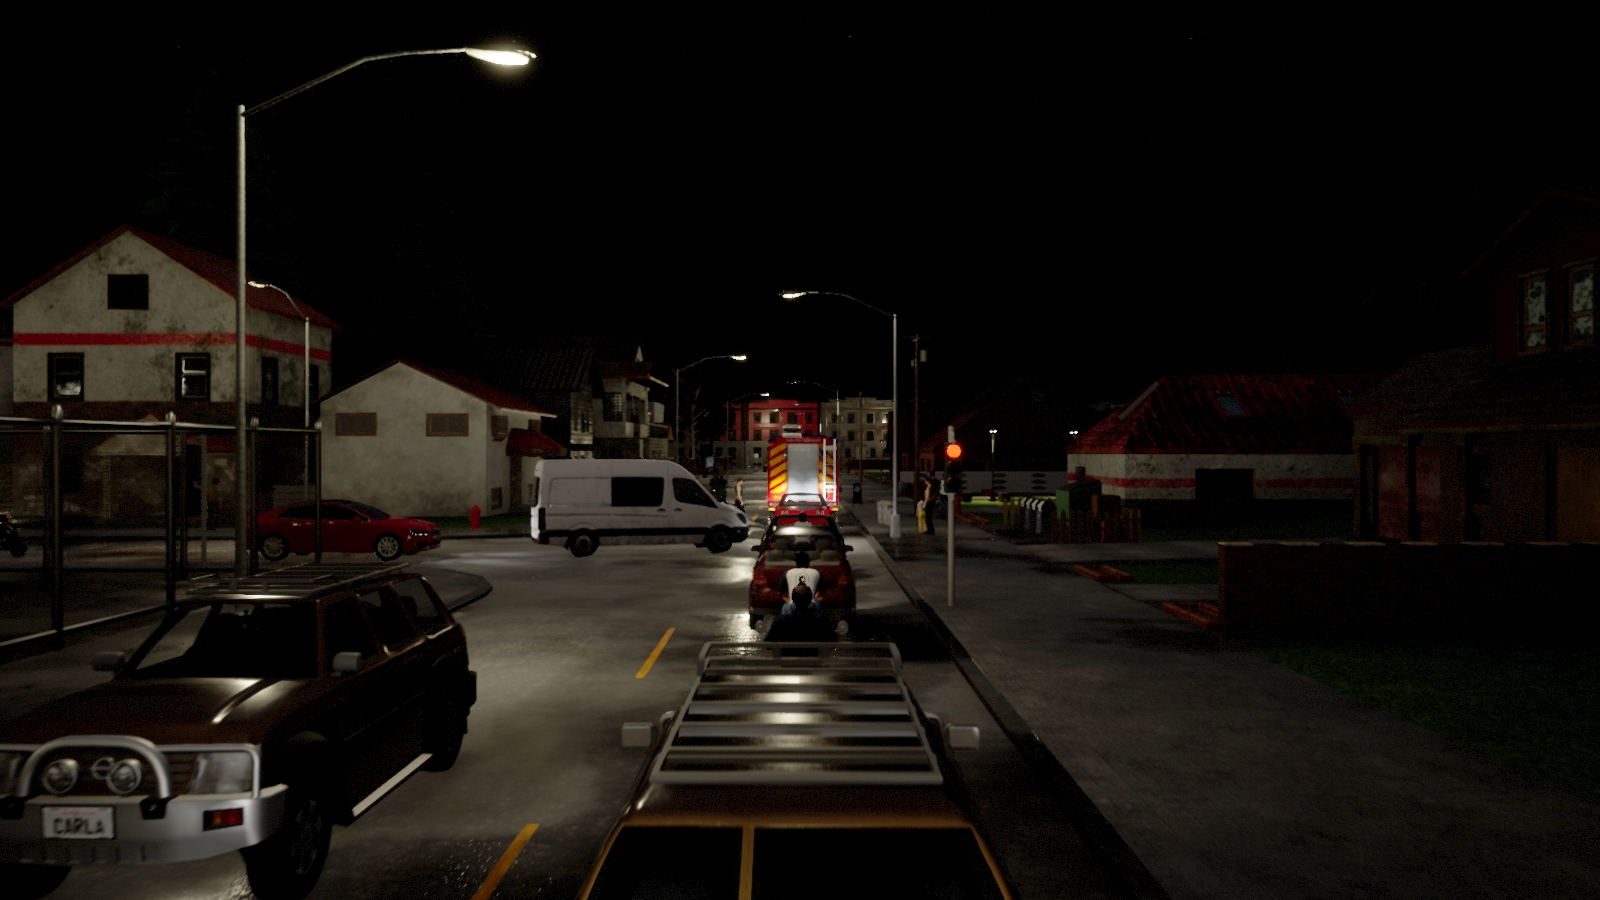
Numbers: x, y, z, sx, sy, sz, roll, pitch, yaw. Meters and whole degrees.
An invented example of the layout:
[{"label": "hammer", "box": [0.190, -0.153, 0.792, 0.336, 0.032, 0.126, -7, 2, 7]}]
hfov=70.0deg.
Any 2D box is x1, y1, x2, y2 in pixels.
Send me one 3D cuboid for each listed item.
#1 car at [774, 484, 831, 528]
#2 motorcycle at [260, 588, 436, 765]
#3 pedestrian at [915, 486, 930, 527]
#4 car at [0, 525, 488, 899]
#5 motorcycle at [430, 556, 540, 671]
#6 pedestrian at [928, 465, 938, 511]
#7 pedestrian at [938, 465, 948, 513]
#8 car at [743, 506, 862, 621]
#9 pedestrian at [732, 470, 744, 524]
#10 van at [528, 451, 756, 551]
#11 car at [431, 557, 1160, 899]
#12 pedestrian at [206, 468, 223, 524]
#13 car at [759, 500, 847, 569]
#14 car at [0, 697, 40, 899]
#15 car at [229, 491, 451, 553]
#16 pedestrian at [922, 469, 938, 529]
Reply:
[{"label": "car", "box": [0.095, 1.934, 40.327, 1.895, 1.301, 4.718, 0, 0, 0]}, {"label": "motorcycle", "box": [-3.987, 1.962, 10.253, 0.856, 1.236, 1.805, 0, 0, 0]}, {"label": "pedestrian", "box": [3.934, 1.804, 36.672, 0.375, 1.300, 0.375, 0, 0, -14]}, {"label": "car", "box": [-3.977, 1.643, 8.649, 1.932, 1.855, 4.605, 0, 0, 1]}, {"label": "motorcycle", "box": [-3.884, 1.993, 14.265, 0.803, 1.145, 2.033, 0, 0, 0]}, {"label": "pedestrian", "box": [5.387, 1.522, 46.228, 0.375, 1.860, 0.375, 0, 0, 7]}, {"label": "pedestrian", "box": [5.607, 1.523, 44.672, 0.375, 1.860, 0.375, 0, 0, 5]}, {"label": "car", "box": [0.040, 1.805, 19.121, 1.789, 1.549, 3.705, 0, 0, 0]}, {"label": "pedestrian", "box": [-2.153, 1.627, 39.808, 0.375, 1.860, 0.375, 0, 0, -10]}, {"label": "van", "box": [-4.329, 1.314, 31.298, 5.915, 2.561, 1.988, 0, 0, -19]}, {"label": "car", "box": [-0.002, 1.644, 5.332, 1.932, 1.855, 4.605, 0, 0, 0]}, {"label": "pedestrian", "box": [-19.384, 1.524, 37.835, 0.375, 1.860, 0.375, 0, 0, -2]}, {"label": "car", "box": [0.060, 1.927, 26.961, 1.895, 1.301, 4.718, 0, 0, 0]}, {"label": "car", "box": [-3.993, 1.772, 1.861, 2.152, 1.651, 5.027, 0, 0, 0]}, {"label": "car", "box": [-11.865, 1.840, 29.730, 4.892, 1.480, 2.231, 0, 0, 0]}, {"label": "pedestrian", "box": [4.079, 1.525, 35.892, 0.375, 1.860, 0.375, 0, 0, 36]}]
